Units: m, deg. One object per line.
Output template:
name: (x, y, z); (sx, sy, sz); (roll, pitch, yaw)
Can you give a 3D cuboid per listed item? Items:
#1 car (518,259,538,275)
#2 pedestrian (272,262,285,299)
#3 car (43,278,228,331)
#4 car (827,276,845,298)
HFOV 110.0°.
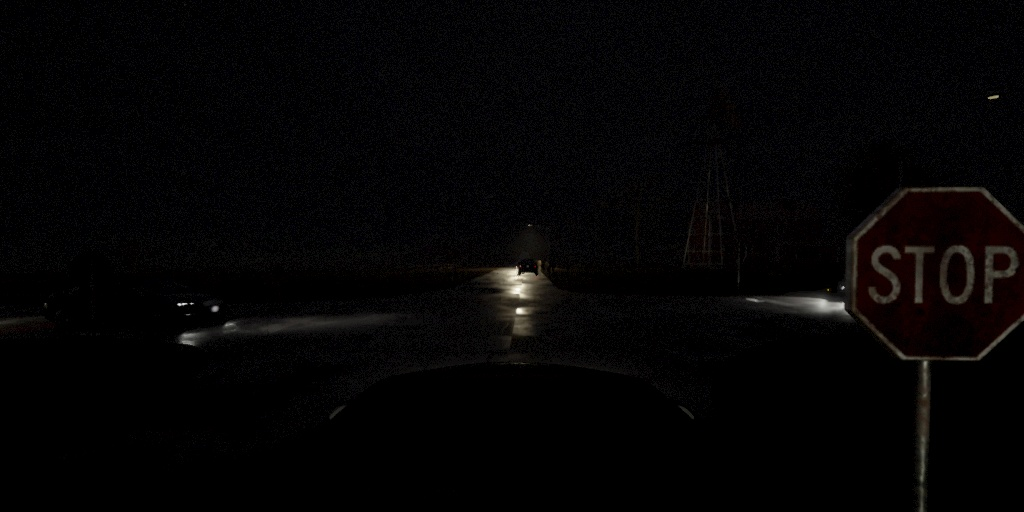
car: (1.789, 1.160, 40.321); (2.097, 1.767, 4.553); (0, 0, 2)
pedestrian: (-11.408, 1.174, 17.467); (0.375, 1.860, 0.375); (0, 2, 3)
car: (-11.902, 1.467, 11.511); (4.902, 1.511, 2.128); (-1, 1, 3)
car: (14.340, 0.980, 13.262); (4.181, 1.385, 1.994); (-1, 1, 3)
